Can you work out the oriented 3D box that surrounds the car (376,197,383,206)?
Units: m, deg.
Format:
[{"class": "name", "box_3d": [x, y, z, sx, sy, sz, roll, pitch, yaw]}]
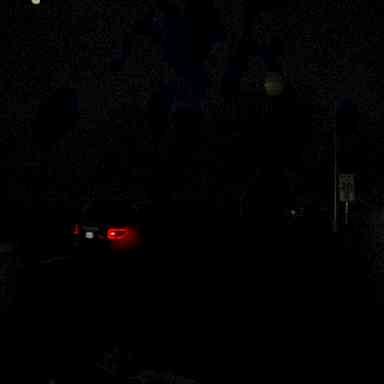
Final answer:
[{"class": "car", "box_3d": [28.855, 1.426, 49.876, 2.033, 1.411, 5.357, 0, 0, 36]}]

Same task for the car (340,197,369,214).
[{"class": "car", "box_3d": [16.055, 1.283, 32.825, 1.882, 1.535, 5.008, 0, 0, 37]}]

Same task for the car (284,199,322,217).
[{"class": "car", "box_3d": [10.044, 1.357, 29.721, 2.033, 1.411, 5.357, 0, 0, 37]}]

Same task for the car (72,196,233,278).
[{"class": "car", "box_3d": [-0.883, 1.118, 10.230, 2.150, 2.045, 5.566, 0, 1, 37]}]

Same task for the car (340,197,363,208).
[{"class": "car", "box_3d": [21.492, 1.422, 44.821, 1.994, 1.385, 4.181, 0, 0, 37]}]
